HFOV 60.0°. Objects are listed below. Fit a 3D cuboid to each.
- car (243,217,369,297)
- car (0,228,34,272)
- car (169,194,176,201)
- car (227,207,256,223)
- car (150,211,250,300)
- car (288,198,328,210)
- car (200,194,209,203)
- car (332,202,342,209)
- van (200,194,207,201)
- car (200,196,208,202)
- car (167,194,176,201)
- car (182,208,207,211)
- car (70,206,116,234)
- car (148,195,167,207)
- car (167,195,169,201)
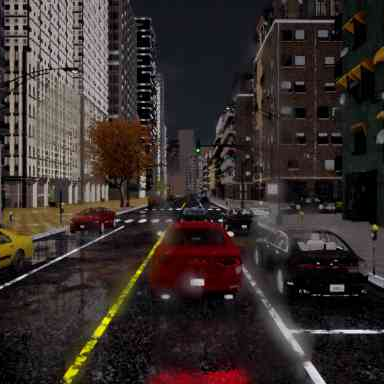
[{"bbox_3d":[2.700,1.551,8.358,2.008,1.369,4.403,0,0,0],"label":"car"},{"bbox_3d":[-5.680,1.526,8.200,1.752,1.417,4.829,0,0,0],"label":"car"},{"bbox_3d":[-5.575,1.649,84.962,1.947,1.339,4.313,0,0,0],"label":"car"},{"bbox_3d":[2.715,1.555,19.424,2.008,1.369,4.403,0,0,0],"label":"car"},{"bbox_3d":[0.103,1.478,8.492,1.882,1.535,5.008,0,0,0],"label":"car"},{"bbox_3d":[13.479,1.359,38.815,4.403,1.369,2.008,-1,1,0],"label":"car"},{"bbox_3d":[2.791,1.629,73.903,1.947,1.339,4.313,0,0,0],"label":"car"},{"bbox_3d":[18.876,1.259,38.862,4.829,1.417,1.752,-1,1,0],"label":"car"},{"bbox_3d":[2.805,1.424,84.950,1.690,1.788,3.998,0,0,0],"label":"van"},{"bbox_3d":[2.798,1.598,79.596,1.752,1.417,4.829,0,0,0],"label":"car"},{"bbox_3d":[-5.568,1.409,90.484,2.192,1.841,5.009,0,0,0],"label":"car"},{"bbox_3d":[0.167,1.606,20.448,1.895,1.301,4.718,0,0,1],"label":"car"},{"bbox_3d":[-5.665,1.549,19.436,1.887,1.381,4.507,0,0,0],"label":"car"},{"bbox_3d":[-5.621,1.349,51.824,2.192,1.841,5.009,0,0,0],"label":"car"},{"bbox_3d":[-5.613,1.607,57.347,1.947,1.339,4.313,0,0,0],"label":"car"}]
